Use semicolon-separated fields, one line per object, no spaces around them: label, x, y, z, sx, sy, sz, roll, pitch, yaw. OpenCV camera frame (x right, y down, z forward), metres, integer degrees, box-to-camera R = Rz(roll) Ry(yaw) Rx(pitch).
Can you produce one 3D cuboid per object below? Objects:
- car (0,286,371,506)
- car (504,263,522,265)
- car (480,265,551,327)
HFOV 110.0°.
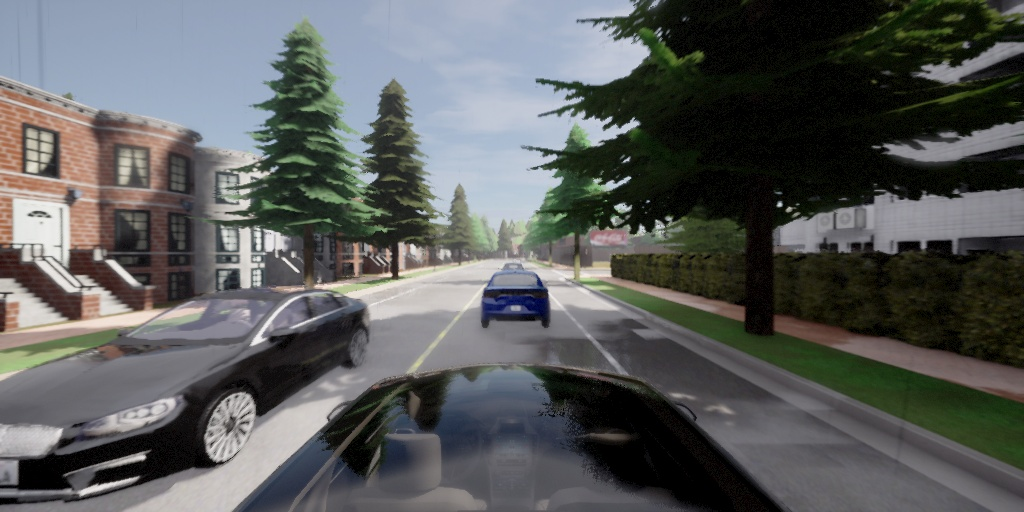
car;-3.596;1.226;4.928;2.128;1.511;4.902;0;0;0
car;0.094;1.184;25.513;2.033;1.411;5.357;0;0;0
car;0.097;1.182;11.366;1.882;1.535;5.008;0;-1;0
